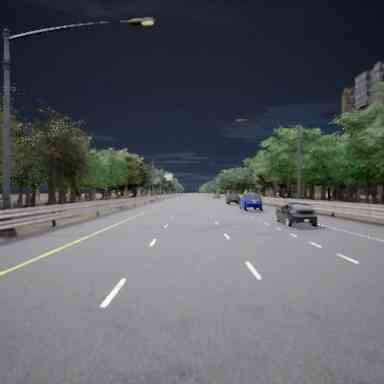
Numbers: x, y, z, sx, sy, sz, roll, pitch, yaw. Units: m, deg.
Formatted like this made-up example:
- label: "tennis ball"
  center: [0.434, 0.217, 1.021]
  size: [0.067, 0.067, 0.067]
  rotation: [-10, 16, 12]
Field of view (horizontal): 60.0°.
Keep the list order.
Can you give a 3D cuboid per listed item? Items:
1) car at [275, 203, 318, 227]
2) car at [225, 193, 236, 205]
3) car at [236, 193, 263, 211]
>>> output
- label: "car"
  center: [7.032, 1.510, 22.802]
  size: [1.837, 1.490, 4.892]
  rotation: [0, 0, 0]
- label: "car"
  center: [7.149, 1.250, 58.794]
  size: [2.150, 2.045, 5.566]
  rotation: [0, 0, 0]
- label: "car"
  center: [7.089, 1.247, 40.354]
  size: [2.150, 2.045, 5.566]
  rotation: [0, 0, 0]
